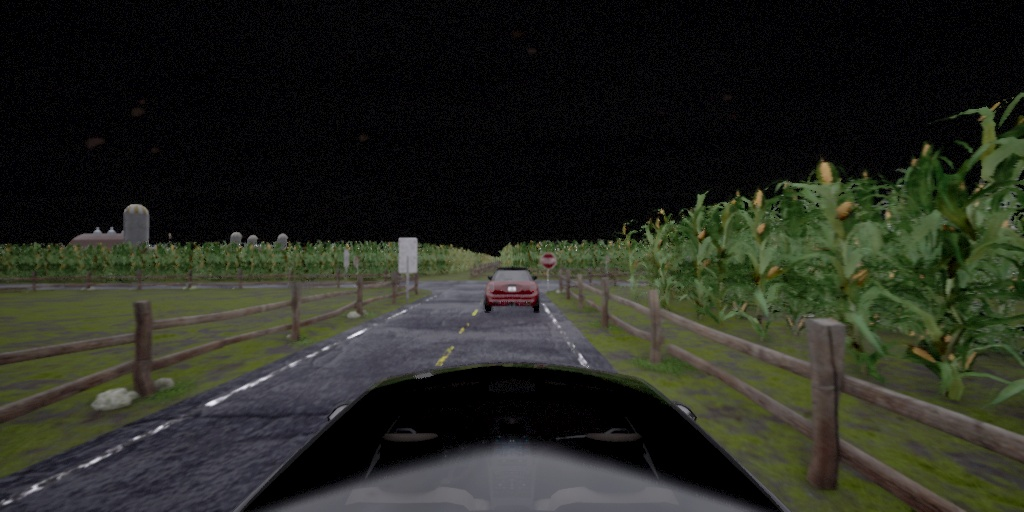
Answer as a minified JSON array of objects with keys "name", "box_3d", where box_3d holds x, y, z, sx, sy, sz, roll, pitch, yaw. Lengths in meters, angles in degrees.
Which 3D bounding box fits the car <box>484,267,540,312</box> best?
[{"name":"car","box_3d":[0.021,1.239,15.182,2.097,1.767,4.553,0,-1,1]}]
